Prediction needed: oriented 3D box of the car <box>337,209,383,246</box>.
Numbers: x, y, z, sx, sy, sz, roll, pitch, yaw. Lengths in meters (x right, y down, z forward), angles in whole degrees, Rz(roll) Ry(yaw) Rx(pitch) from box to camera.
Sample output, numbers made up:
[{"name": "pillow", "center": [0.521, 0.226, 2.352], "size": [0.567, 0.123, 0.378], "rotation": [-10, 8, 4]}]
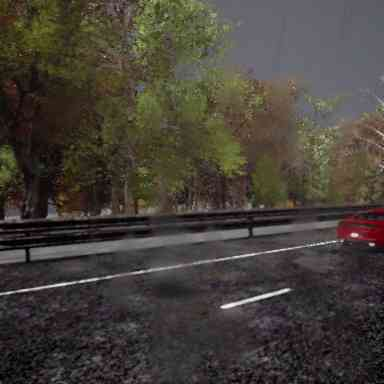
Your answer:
[{"name": "car", "center": [8.104, 1.464, 13.932], "size": [5.008, 1.535, 1.882], "rotation": [0, 0, -36]}]

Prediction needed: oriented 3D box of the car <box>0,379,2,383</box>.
[{"name": "car", "center": [-3.321, 1.356, 1.392], "size": [4.553, 1.767, 2.097], "rotation": [0, 0, -35]}]
